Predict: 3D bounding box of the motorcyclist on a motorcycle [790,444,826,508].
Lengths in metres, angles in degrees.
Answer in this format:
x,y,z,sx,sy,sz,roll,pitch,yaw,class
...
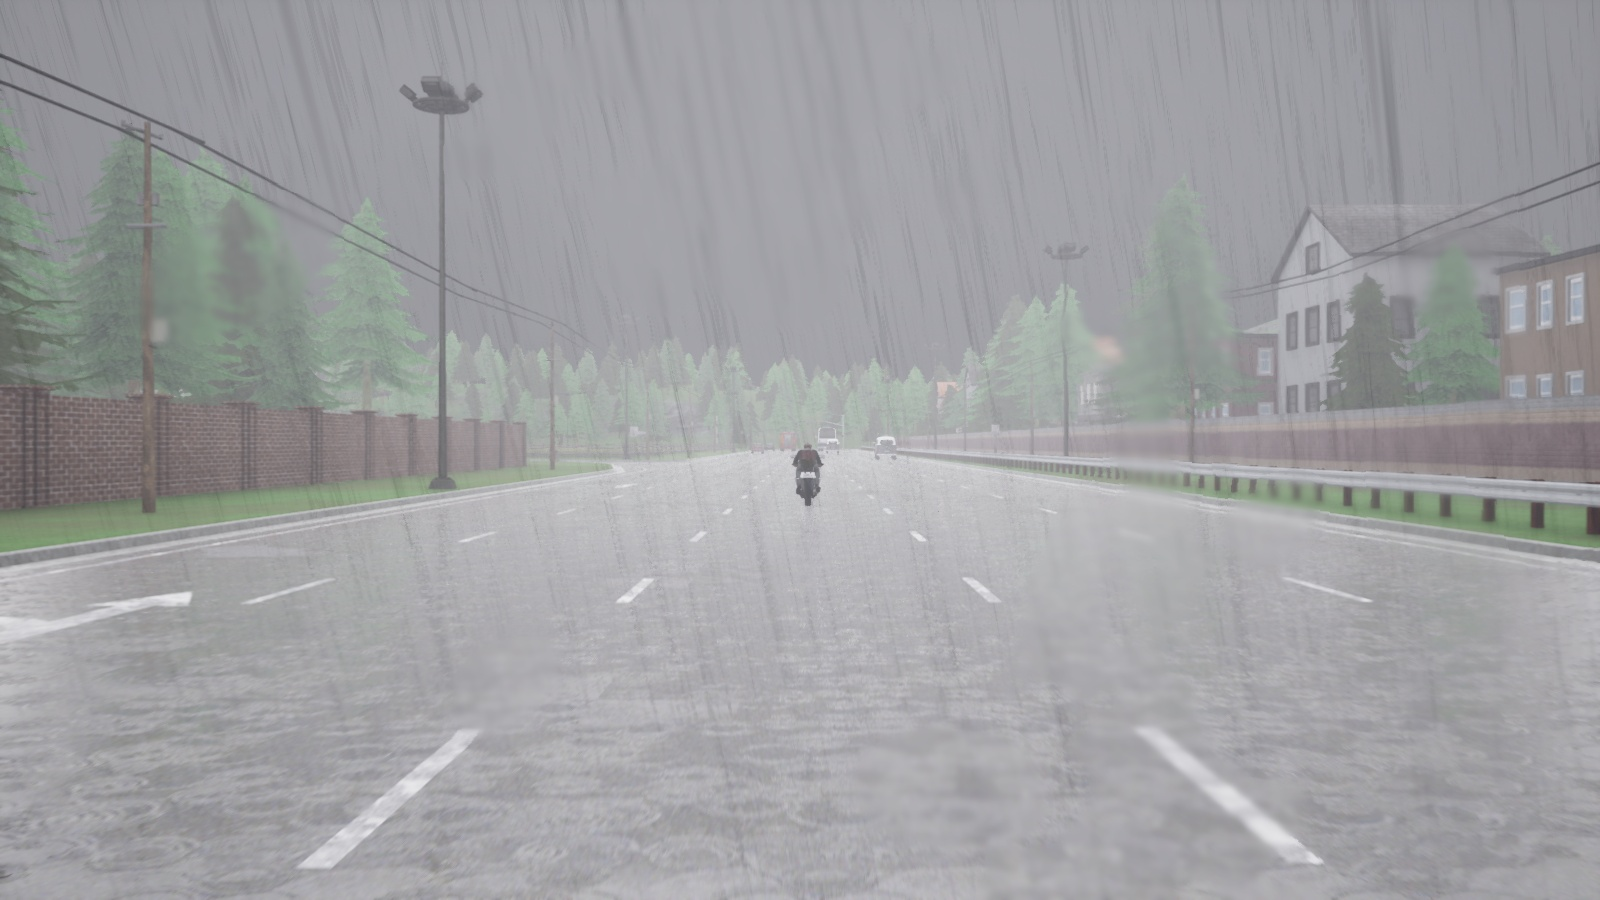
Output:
x,y,z,sx,sy,sz,roll,pitch,yaw,class
0.191,0.608,30.805,0.866,1.530,2.191,0,0,0,motorcyclist on a motorcycle
